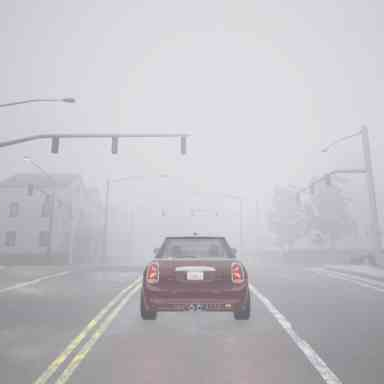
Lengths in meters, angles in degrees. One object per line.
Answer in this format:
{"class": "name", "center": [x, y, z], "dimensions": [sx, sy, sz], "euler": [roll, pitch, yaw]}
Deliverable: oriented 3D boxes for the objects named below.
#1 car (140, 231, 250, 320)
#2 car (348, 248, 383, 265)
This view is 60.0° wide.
{"class": "car", "center": [0.079, 1.790, 8.227], "dimensions": [2.097, 1.767, 4.553], "euler": [0, -6, 0]}
{"class": "car", "center": [16.229, 5.691, 29.051], "dimensions": [4.892, 1.490, 1.837], "euler": [0, -12, 1]}
